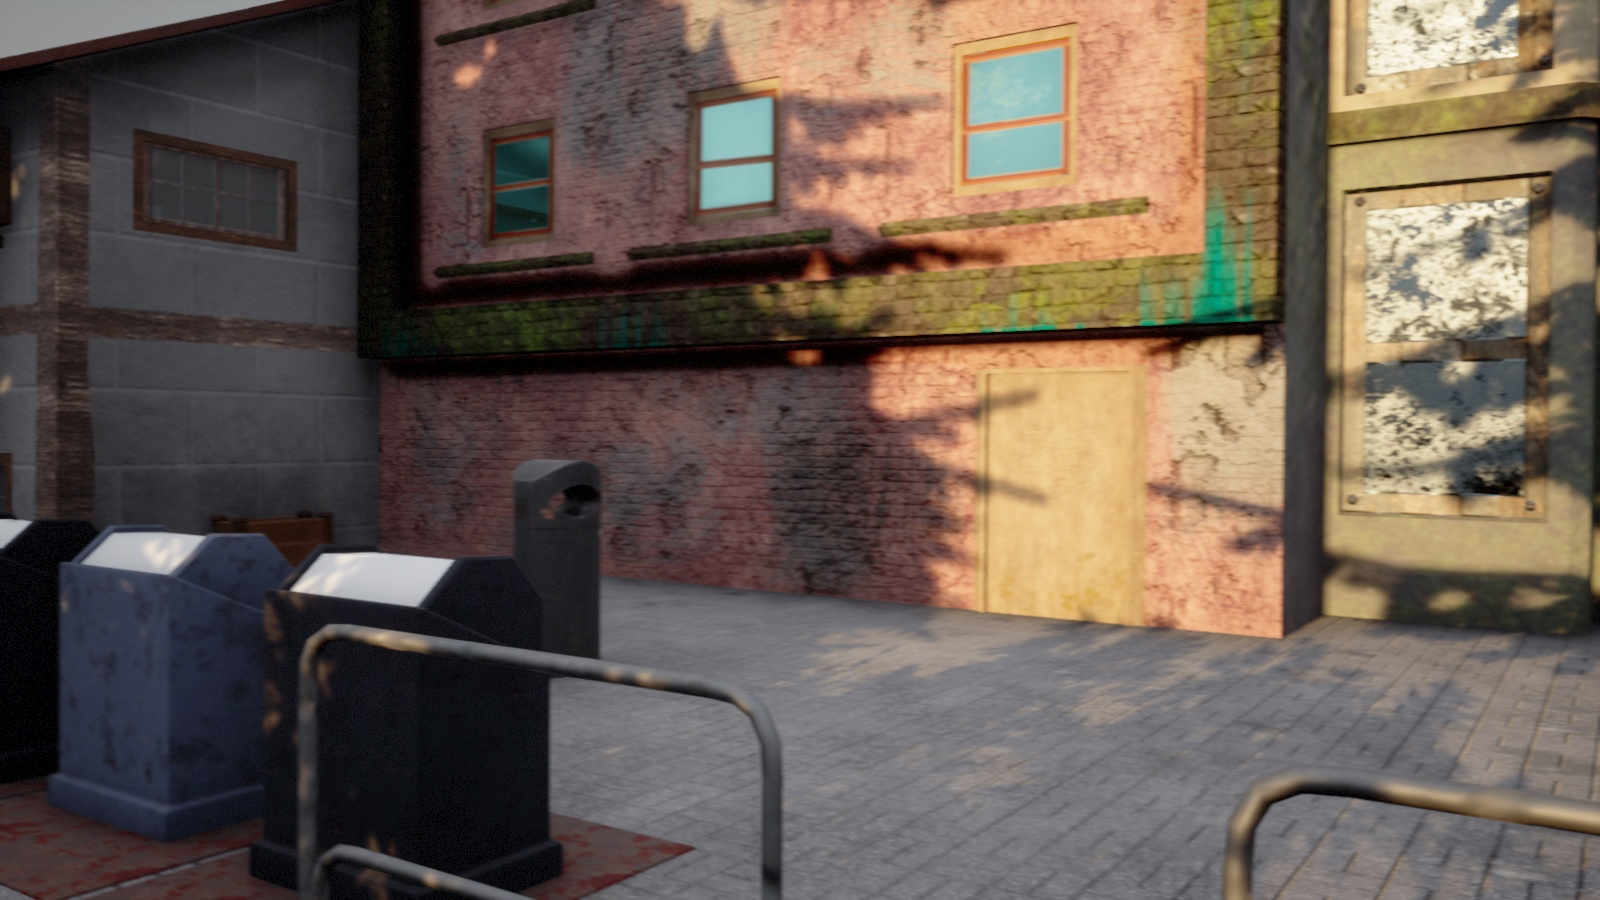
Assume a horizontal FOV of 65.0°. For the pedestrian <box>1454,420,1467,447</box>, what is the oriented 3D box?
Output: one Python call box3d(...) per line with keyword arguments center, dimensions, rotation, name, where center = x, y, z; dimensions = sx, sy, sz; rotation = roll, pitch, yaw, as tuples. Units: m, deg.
box3d(center=(44.690, -1.110, 84.946), dimensions=(0.726, 1.835, 0.370), rotation=(0, 1, 32), name="pedestrian")
